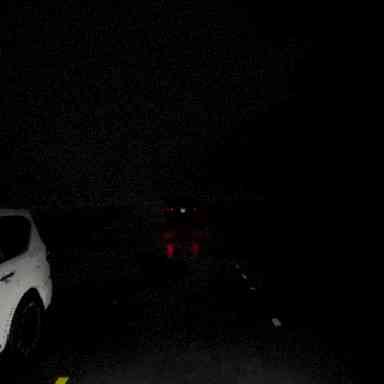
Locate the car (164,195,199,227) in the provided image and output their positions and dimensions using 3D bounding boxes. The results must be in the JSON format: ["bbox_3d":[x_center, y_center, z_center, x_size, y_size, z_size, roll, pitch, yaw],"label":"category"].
[{"bbox_3d":[-0.730,1.243,23.039,2.150,2.045,5.566,0,0,-4],"label":"car"}]

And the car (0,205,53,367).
[{"bbox_3d":[-3.135,1.194,2.788,2.150,2.045,5.566,1,0,-1],"label":"car"}]

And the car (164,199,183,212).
[{"bbox_3d":[-2.390,1.689,41.679,2.033,1.411,5.357,0,0,-6],"label":"car"}]
